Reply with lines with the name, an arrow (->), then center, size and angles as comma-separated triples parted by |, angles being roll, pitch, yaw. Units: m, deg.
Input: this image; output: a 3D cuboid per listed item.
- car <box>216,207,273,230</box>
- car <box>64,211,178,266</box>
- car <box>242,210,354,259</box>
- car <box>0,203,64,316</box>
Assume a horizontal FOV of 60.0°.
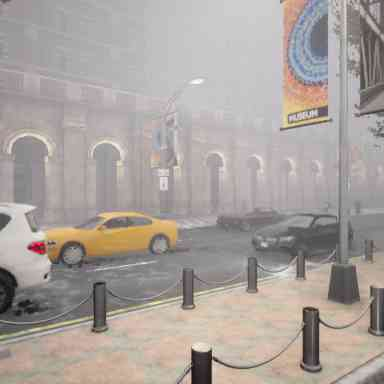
car -> 3.782, 1.595, 20.477 | 4.718, 1.301, 1.895 | 0, 0, -36
car -> -2.857, 1.478, 11.792 | 5.008, 1.535, 1.882 | 0, 0, -36
car -> 4.345, 1.526, 12.678 | 4.674, 1.442, 1.812 | 0, 0, -36
car -> -5.398, 1.223, 5.642 | 5.566, 2.045, 2.150 | 0, 0, -36
